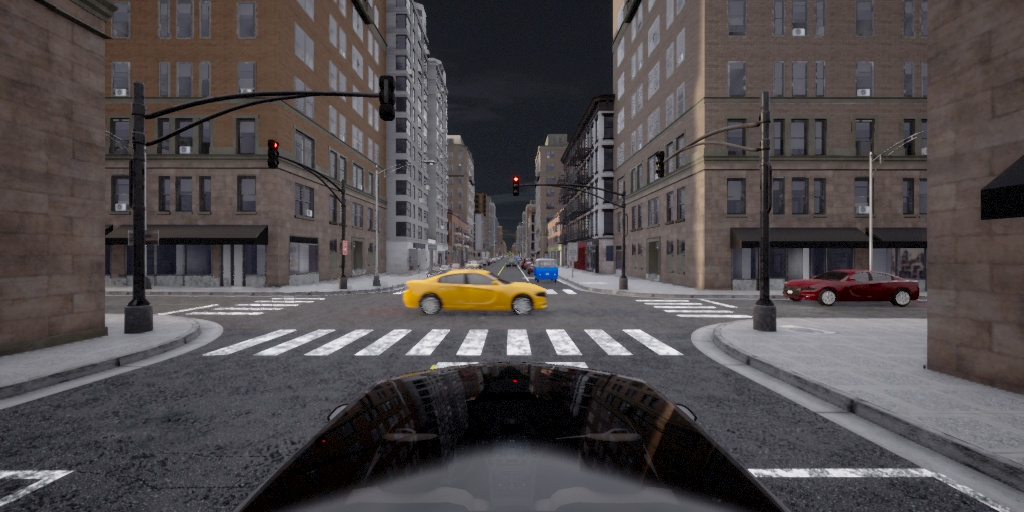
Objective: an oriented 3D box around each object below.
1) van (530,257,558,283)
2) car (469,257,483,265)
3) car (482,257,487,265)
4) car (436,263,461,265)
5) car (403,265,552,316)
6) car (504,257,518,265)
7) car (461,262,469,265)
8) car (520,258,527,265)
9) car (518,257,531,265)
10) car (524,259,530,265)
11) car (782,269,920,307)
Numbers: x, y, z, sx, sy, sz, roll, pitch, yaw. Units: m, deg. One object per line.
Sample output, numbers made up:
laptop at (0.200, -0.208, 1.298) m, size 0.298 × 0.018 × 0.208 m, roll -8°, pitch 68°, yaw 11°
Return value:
van at (2.572, 1.089, 27.942) m, size 1.690 × 1.789 × 3.998 m, roll 0°, pitch 0°, yaw 0°
car at (-5.508, 1.269, 50.471) m, size 1.751 × 1.417 × 4.829 m, roll 0°, pitch 0°, yaw 0°
car at (-5.522, 1.306, 56.323) m, size 1.948 × 1.339 × 4.313 m, roll 0°, pitch 0°, yaw 0°
car at (-5.453, 1.299, 27.913) m, size 2.007 × 1.370 × 4.403 m, roll 0°, pitch 0°, yaw 0°
car at (-1.269, 1.228, 12.801) m, size 5.008 × 1.535 × 1.882 m, roll 0°, pitch 0°, yaw 0°
car at (-0.050, 1.337, 61.551) m, size 1.895 × 1.301 × 4.718 m, roll 0°, pitch 0°, yaw 0°
car at (-5.466, 1.293, 33.595) m, size 1.888 × 1.381 × 4.507 m, roll 0°, pitch 0°, yaw 0°
car at (2.516, 1.326, 50.667) m, size 1.802 × 1.307 × 4.207 m, roll 0°, pitch 0°, yaw 0°
car at (2.503, 1.055, 56.349) m, size 2.192 × 1.841 × 5.009 m, roll 0°, pitch 0°, yaw 0°
car at (2.544, 1.330, 39.304) m, size 1.802 × 1.307 × 4.207 m, roll 0°, pitch 0°, yaw 0°
car at (14.781, 1.326, 15.813) m, size 5.008 × 1.535 × 1.882 m, roll 0°, pitch 0°, yaw 1°
